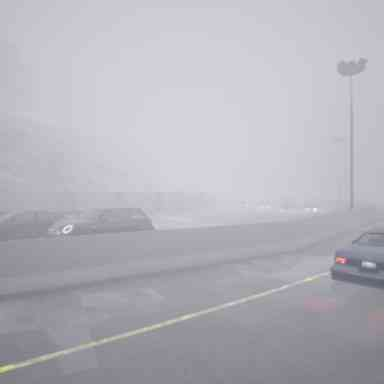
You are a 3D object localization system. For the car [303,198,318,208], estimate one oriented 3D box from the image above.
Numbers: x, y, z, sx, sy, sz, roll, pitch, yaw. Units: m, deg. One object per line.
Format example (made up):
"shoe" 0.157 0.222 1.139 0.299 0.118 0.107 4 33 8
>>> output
"car" 18.589 1.720 52.304 2.128 1.511 4.902 0 0 13

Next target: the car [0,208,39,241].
"car" -7.936 1.568 15.825 5.008 1.535 1.882 0 0 -39

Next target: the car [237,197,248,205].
"car" 9.802 1.817 64.810 1.837 1.490 4.892 0 0 3

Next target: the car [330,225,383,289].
"car" 5.553 1.583 8.721 5.357 1.411 2.033 0 0 -43

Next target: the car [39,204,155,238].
"car" -3.913 1.431 14.651 4.553 1.767 2.097 0 0 -42

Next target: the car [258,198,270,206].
"car" 12.916 1.767 59.983 2.128 1.511 4.902 0 0 7

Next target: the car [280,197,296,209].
"car" 14.515 1.578 50.412 2.097 1.767 4.553 0 0 14

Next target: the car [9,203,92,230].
"car" -9.827 1.607 23.338 5.008 1.535 1.882 0 0 -42

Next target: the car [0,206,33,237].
"car" -11.305 1.595 17.603 4.902 1.511 2.128 0 0 -38
